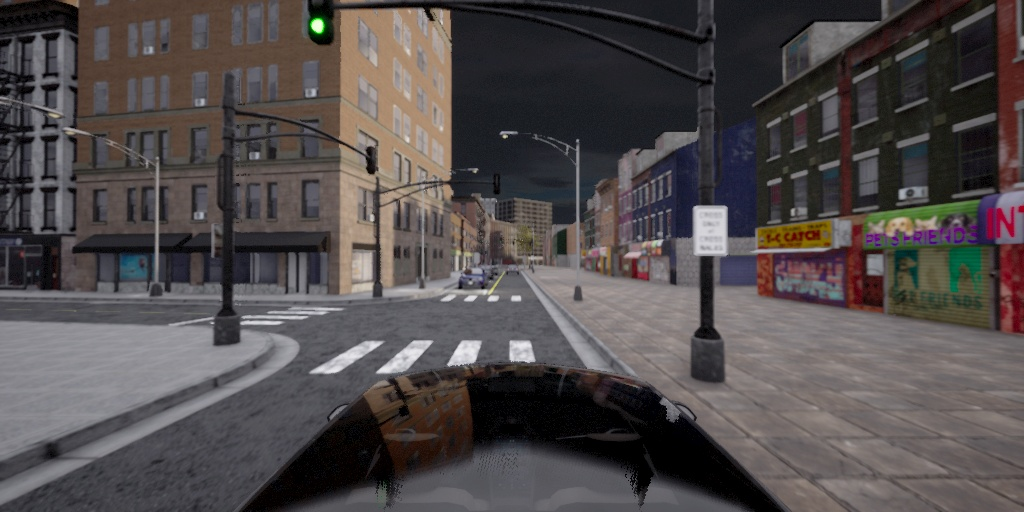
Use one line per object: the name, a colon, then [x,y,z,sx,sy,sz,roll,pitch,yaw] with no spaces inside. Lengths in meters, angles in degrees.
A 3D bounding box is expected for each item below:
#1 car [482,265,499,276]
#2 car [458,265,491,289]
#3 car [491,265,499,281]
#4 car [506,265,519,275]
car: [-2.781,1.880,46.997,1.994,1.385,4.181,0,-1,0]
car: [-2.814,1.585,26.662,1.812,1.442,4.674,0,-1,0]
car: [-2.802,1.676,36.581,2.128,1.511,4.902,0,-1,0]
car: [0.070,1.915,50.996,2.033,1.411,5.357,0,-1,0]
